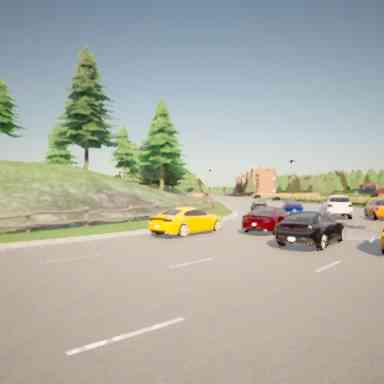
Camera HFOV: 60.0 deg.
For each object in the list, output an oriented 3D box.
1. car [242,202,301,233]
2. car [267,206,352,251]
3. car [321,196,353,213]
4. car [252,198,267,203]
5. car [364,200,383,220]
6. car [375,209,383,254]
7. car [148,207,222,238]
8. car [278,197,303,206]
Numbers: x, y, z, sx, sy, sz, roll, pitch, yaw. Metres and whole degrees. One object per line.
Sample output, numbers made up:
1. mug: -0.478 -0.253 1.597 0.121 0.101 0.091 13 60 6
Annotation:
1. car: 4.672 1.584 19.780 1.882 1.535 5.008 0 0 33
2. car: 5.325 1.573 14.662 1.837 1.490 4.892 0 0 38
3. car: 13.313 1.350 30.858 2.150 2.045 5.566 0 0 15
4. car: 7.274 1.692 36.436 2.128 1.511 4.902 0 0 9
5. car: 16.596 1.450 29.120 2.097 1.767 4.553 -1 0 17
6. car: 8.654 1.515 12.855 1.882 1.535 5.008 0 0 38
7. car: -0.230 1.606 18.772 1.882 1.535 5.008 0 0 39
8. car: 10.670 1.653 35.647 1.882 1.535 5.008 0 0 9
